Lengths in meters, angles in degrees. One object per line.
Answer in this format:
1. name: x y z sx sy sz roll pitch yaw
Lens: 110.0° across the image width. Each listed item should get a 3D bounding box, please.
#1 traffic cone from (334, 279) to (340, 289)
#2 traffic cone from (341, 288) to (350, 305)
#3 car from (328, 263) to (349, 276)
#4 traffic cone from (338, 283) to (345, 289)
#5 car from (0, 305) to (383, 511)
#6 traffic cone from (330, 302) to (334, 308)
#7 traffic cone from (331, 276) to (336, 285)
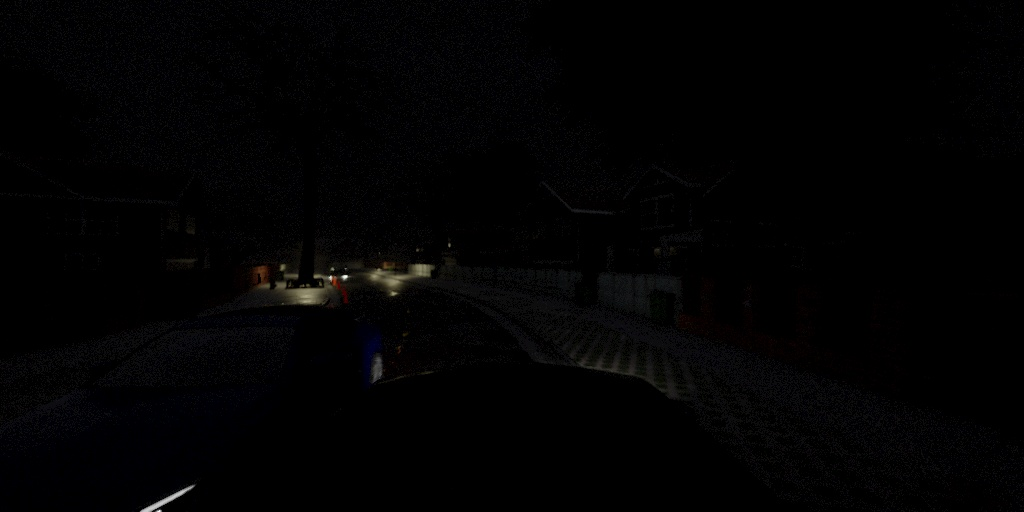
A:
1. traffic cone: -12.062 2.012 24.997 0.340 0.580 0.340 0 0 -29
2. traffic cone: -7.566 1.898 16.352 0.340 0.580 0.340 0 0 -23
3. car: -22.940 1.683 47.300 2.097 1.767 4.553 0 -1 -31
4. traffic cone: -9.661 1.954 20.612 0.340 0.580 0.340 0 0 -29
5. car: -2.680 1.305 3.711 1.812 1.442 4.674 0 -1 -5
6. traffic cone: -5.984 1.841 11.913 0.340 0.580 0.340 0 0 -16
7. traffic cone: -14.463 2.070 29.383 0.340 0.580 0.340 0 0 -29
